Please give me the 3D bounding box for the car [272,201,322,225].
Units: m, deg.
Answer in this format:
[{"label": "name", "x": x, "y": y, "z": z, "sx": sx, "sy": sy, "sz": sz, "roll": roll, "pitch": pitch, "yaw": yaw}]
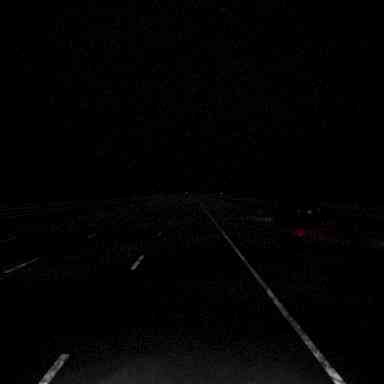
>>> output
[{"label": "car", "x": 7.835, "y": 1.447, "z": 25.234, "sx": 2.097, "sy": 1.767, "sz": 4.553, "roll": 0, "pitch": 0, "yaw": -10}]
